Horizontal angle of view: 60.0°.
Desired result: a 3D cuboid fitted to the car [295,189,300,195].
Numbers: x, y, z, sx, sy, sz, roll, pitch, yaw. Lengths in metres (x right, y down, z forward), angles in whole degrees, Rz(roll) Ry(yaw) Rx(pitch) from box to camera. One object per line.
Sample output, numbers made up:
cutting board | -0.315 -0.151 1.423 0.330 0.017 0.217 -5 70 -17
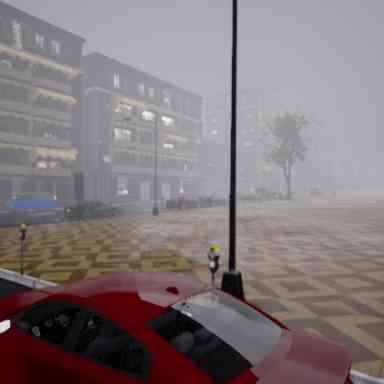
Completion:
car | 27.401 -0.012 88.264 1.887 1.381 4.507 2 2 35

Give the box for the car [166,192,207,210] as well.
car | -0.751 1.047 33.216 1.887 1.381 4.507 2 2 35

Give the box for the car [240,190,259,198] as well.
car | 11.383 0.402 65.280 1.752 1.417 4.829 2 2 35

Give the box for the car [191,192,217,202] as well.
car | 1.927 0.686 51.714 2.008 1.369 4.403 2 2 35

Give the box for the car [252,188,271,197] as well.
car | 14.668 0.103 69.982 2.192 1.841 5.009 2 2 35

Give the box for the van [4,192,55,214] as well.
van | -13.991 0.916 28.864 1.690 1.788 3.998 2 2 35

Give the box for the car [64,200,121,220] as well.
car | -7.119 1.245 24.080 1.947 1.339 4.313 2 2 35

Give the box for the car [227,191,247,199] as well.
car | 8.296 0.527 60.852 1.947 1.339 4.313 2 2 35

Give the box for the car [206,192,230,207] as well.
car | 2.434 0.965 37.785 2.008 1.369 4.403 2 2 35

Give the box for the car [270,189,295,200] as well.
car | 15.269 0.588 56.200 1.752 1.417 4.829 2 2 35

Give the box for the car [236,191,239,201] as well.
car | 6.894 0.691 48.805 2.128 1.511 4.902 1 1 34

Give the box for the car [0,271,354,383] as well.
car | -0.779 1.534 3.425 4.507 1.381 1.887 0 1 36

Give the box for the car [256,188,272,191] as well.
car | 12.778 0.258 57.344 2.150 2.045 5.566 1 1 35

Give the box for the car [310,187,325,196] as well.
car | 28.636 -0.083 75.911 2.150 2.045 5.566 1 1 35

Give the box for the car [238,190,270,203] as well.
car | 8.802 0.790 46.923 2.008 1.369 4.403 2 2 35

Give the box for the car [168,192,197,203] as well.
car | -1.257 0.788 47.145 1.947 1.339 4.313 2 2 35
